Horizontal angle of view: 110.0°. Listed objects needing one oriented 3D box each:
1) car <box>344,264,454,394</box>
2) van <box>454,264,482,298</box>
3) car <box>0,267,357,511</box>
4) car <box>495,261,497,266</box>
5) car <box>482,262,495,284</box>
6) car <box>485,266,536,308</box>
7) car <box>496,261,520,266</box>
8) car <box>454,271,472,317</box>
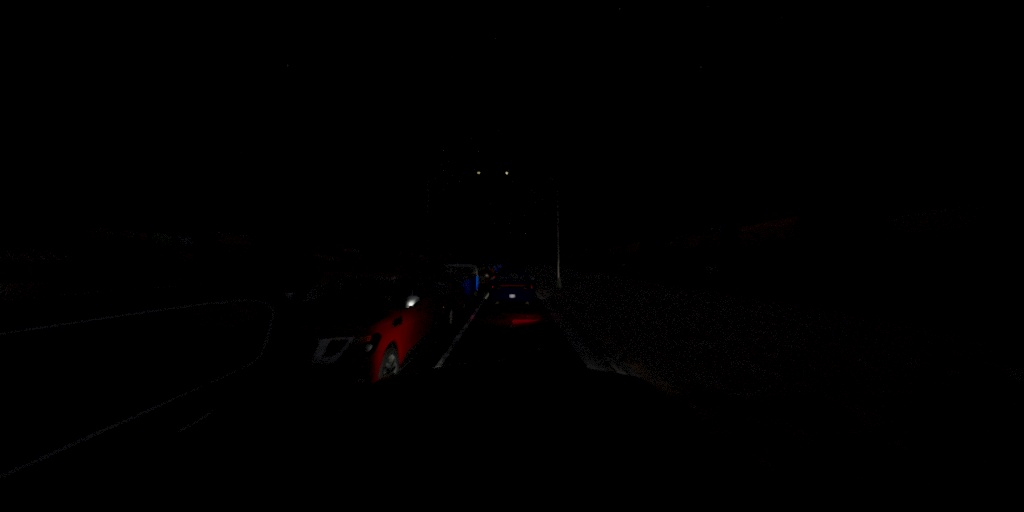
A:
[{"bbox_3d":[-2.635,1.118,6.542,2.192,1.841,5.009,0,0,0],"label":"car"},{"bbox_3d":[-2.632,1.265,17.612,1.690,1.789,3.998,0,0,0],"label":"van"},{"bbox_3d":[-2.637,1.057,1.007,2.192,1.841,5.009,0,0,0],"label":"car"},{"bbox_3d":[-3.011,1.705,46.400,1.801,1.575,5.366,0,-1,0],"label":"car"},{"bbox_3d":[-2.628,1.486,28.682,1.967,1.591,4.097,0,0,0],"label":"car"},{"bbox_3d":[0.031,1.385,16.125,1.882,1.535,5.008,0,0,0],"label":"car"},{"bbox_3d":[0.030,1.416,30.322,2.097,1.767,4.553,0,-1,0],"label":"car"},{"bbox_3d":[-2.634,1.409,12.077,1.888,1.381,4.507,0,0,0],"label":"car"}]
